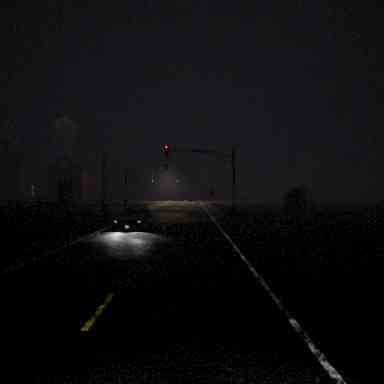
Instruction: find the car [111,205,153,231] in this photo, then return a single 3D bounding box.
[{"bbox_3d":[-3.562,1.531,20.931,2.033,1.411,5.357,0,0,0],"label":"car"}]
